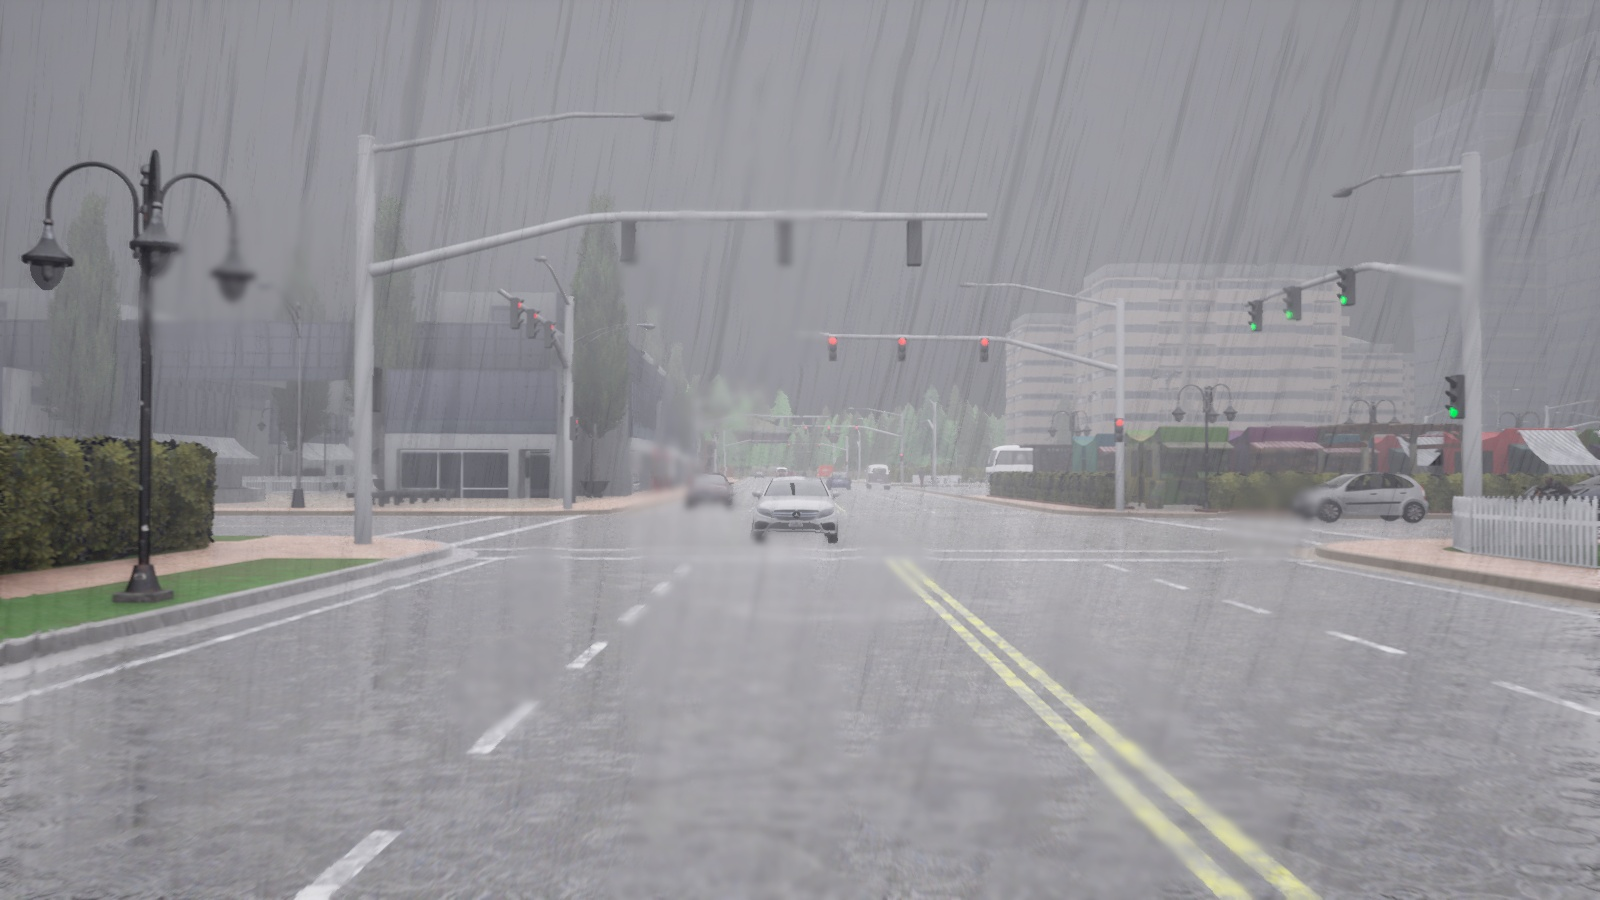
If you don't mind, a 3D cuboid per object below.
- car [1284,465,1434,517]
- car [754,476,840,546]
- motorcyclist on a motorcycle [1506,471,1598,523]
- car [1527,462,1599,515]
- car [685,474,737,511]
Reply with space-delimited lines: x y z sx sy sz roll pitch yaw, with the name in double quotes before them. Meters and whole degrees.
"car" 17.991 1.320 40.543 3.988 1.617 1.851 0 -1 -2
"car" -0.070 1.320 28.615 1.812 1.442 4.674 0 -1 0
"motorcyclist on a motorcycle" 22.225 1.383 37.157 2.191 1.530 0.866 0 -1 -2
"car" 26.565 1.235 40.784 4.611 1.667 2.242 0 -1 -2
"car" -3.626 1.721 51.753 1.812 1.442 4.674 0 -1 0
